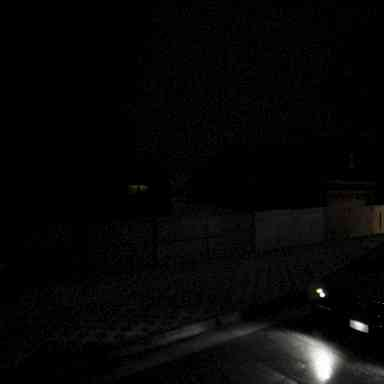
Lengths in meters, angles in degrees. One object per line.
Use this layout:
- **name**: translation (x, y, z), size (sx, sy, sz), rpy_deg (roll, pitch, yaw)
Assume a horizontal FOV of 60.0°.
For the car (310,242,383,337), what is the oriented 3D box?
- **car**: translation (4.569, 1.550, 6.367), size (5.357, 1.411, 2.033), rpy_deg (0, 0, -36)
